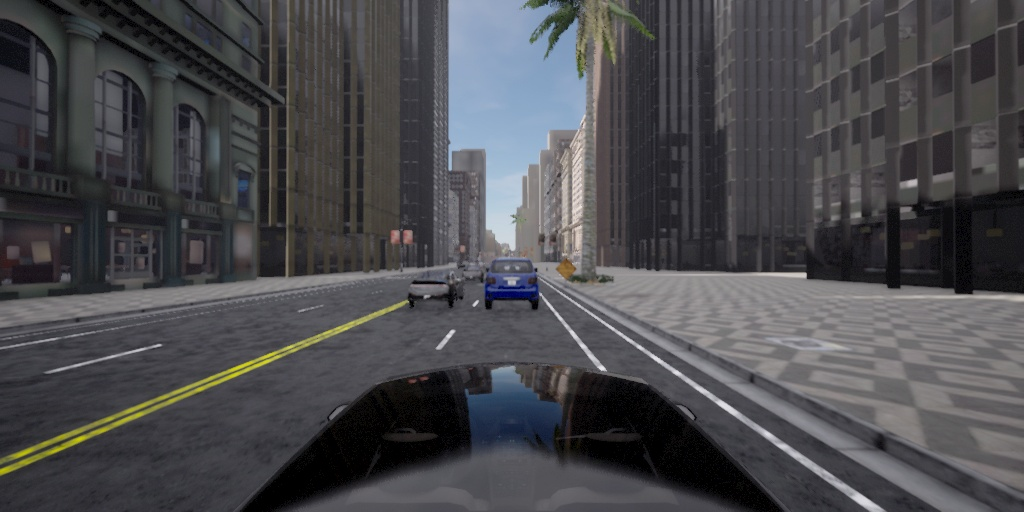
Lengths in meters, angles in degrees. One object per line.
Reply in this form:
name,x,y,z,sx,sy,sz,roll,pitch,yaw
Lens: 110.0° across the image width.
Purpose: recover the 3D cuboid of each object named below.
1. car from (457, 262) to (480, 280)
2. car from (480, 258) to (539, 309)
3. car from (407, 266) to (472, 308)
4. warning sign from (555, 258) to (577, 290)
car,-3.261,1.519,31.147,2.128,1.511,4.902,0,0,0
car,-0.006,1.099,15.874,2.150,2.045,5.566,0,0,0
car,-3.254,1.378,16.143,2.128,1.511,4.902,0,0,0
warning sign,3.216,1.049,21.331,1.300,1.860,1.060,0,0,0
